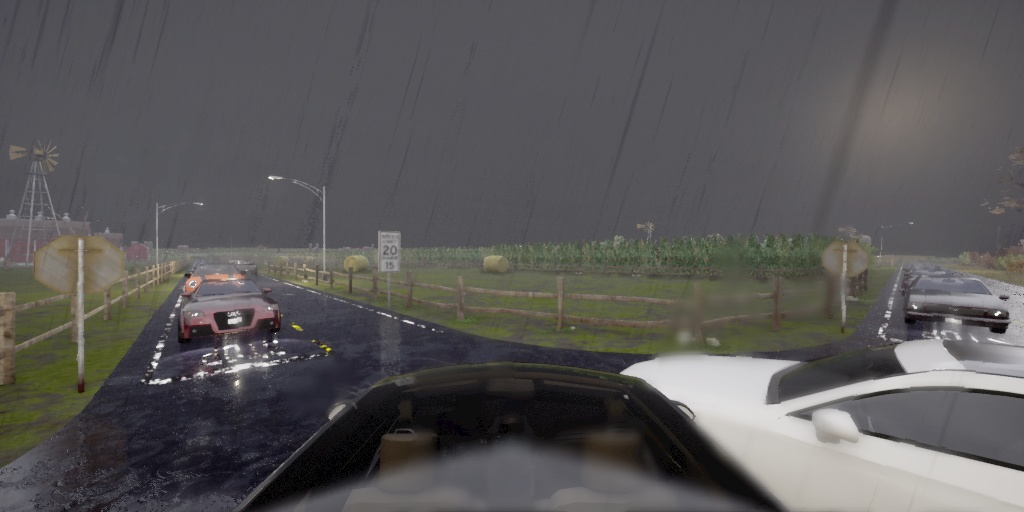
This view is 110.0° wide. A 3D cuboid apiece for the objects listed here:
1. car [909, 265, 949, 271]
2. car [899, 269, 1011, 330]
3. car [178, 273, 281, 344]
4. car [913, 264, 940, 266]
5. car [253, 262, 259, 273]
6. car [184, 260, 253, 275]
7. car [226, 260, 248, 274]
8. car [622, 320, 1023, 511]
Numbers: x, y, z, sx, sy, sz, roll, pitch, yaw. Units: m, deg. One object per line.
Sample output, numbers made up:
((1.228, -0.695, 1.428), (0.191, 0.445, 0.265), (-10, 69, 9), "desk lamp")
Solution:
((21.018, 1.364, 17.929), (4.181, 1.385, 1.994), (0, 1, -43), "car")
((13.622, 1.335, 11.209), (5.357, 1.411, 2.033), (0, 1, -42), "car")
((-7.849, 1.349, 9.931), (1.994, 1.385, 4.181), (0, 0, -42), "car")
((28.645, 1.309, 24.850), (4.902, 1.511, 2.128), (0, 1, -42), "car")
((-26.642, 1.259, 35.825), (2.128, 1.511, 4.902), (0, 0, -41), "car")
((-13.562, 1.130, 16.469), (2.097, 1.767, 4.553), (0, 0, -41), "car")
((-33.291, 1.275, 43.348), (1.837, 1.490, 4.892), (0, 0, -41), "car")
((2.857, 1.293, 2.241), (1.812, 1.442, 4.674), (0, 1, -43), "car")
